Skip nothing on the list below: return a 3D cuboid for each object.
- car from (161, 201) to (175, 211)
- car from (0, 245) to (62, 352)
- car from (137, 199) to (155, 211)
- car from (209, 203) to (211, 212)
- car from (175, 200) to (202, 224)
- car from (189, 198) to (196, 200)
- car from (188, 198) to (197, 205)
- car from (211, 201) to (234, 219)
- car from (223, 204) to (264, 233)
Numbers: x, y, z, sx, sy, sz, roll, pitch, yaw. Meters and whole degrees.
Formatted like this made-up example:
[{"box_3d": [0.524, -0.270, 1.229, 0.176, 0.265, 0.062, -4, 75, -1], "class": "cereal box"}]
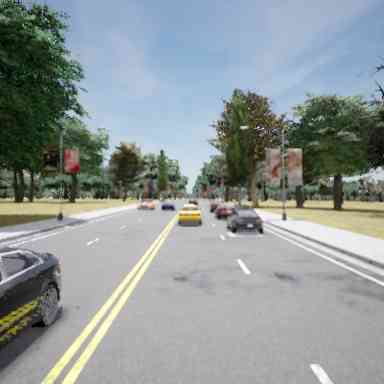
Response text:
[{"box_3d": [-3.301, 1.987, 46.826, 1.895, 1.301, 4.718, 0, 0, 0], "class": "car"}, {"box_3d": [-3.346, 1.549, 4.346, 2.128, 1.511, 4.902, 0, -1, 0], "class": "car"}, {"box_3d": [-6.546, 1.745, 47.748, 2.097, 1.767, 4.553, 0, 0, 0], "class": "car"}, {"box_3d": [3.291, 1.837, 42.996, 1.882, 1.535, 5.008, 0, 0, 0], "class": "car"}, {"box_3d": [-0.116, 1.713, 27.310, 1.801, 1.575, 5.366, 0, 0, 1], "class": "car"}, {"box_3d": [0.144, 1.996, 63.005, 1.882, 1.535, 5.008, 0, -1, 1], "class": "car"}, {"box_3d": [0.073, 2.177, 75.891, 2.033, 1.411, 5.357, 0, -1, 0], "class": "car"}, {"box_3d": [3.281, 1.791, 32.025, 2.163, 1.488, 4.792, 0, 0, 0], "class": "car"}, {"box_3d": [3.270, 1.742, 20.995, 1.812, 1.442, 4.674, 0, 0, 0], "class": "car"}]
